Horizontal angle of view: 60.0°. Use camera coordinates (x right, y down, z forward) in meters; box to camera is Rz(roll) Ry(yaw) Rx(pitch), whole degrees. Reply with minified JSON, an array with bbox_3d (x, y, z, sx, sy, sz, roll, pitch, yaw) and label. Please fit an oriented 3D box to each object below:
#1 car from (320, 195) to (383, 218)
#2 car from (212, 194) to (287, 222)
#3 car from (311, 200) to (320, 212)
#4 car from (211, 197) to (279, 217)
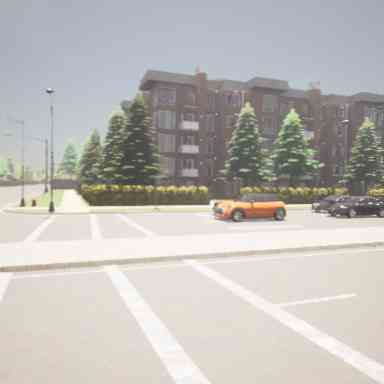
[{"bbox_3d":[12.235,1.096,24.501,4.892,1.490,1.837,0,1,-21],"label":"car"},{"bbox_3d":[3.692,0.899,21.242,4.553,1.767,2.097,0,1,-21],"label":"car"},{"bbox_3d":[12.496,0.997,28.339,4.902,1.511,2.128,0,1,-21],"label":"car"},{"bbox_3d":[3.961,1.062,25.093,4.718,1.301,1.895,0,1,-21],"label":"car"}]
